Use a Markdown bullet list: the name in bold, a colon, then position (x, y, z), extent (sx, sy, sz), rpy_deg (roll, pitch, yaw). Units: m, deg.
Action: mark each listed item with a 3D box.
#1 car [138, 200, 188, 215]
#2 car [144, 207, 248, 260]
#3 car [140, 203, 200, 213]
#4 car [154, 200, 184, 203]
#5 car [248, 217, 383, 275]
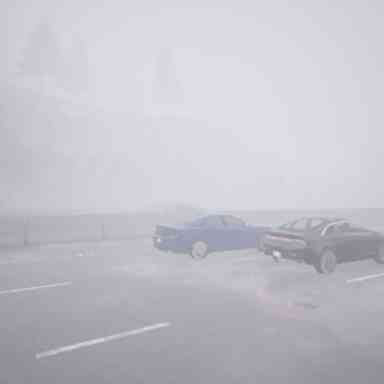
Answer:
- **car**: position (-3.030, 1.556, 34.803), extent (4.892, 1.490, 1.837), rpy_deg (1, 0, -29)
- **car**: position (0.969, 1.514, 12.608), extent (5.008, 1.535, 1.882), rpy_deg (1, 0, -32)
- **car**: position (-1.187, 1.643, 23.823), extent (4.718, 1.301, 1.895), rpy_deg (1, 0, -30)
- **car**: position (-1.300, 1.598, 27.816), extent (5.357, 1.411, 2.033), rpy_deg (1, 0, -30)
- **car**: position (4.454, 1.557, 10.641), extent (4.902, 1.511, 2.128), rpy_deg (1, 0, -32)
